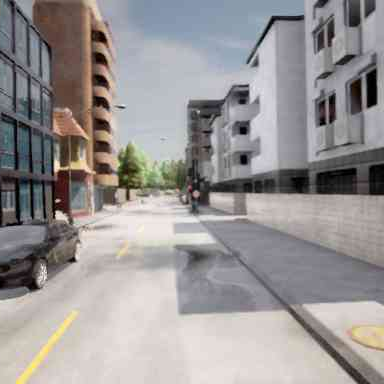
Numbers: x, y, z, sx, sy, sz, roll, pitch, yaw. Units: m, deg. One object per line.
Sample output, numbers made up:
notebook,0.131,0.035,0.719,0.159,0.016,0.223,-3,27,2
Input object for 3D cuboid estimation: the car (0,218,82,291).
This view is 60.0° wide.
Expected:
car,-4.601,1.566,9.463,1.882,1.535,5.008,-1,0,-4
